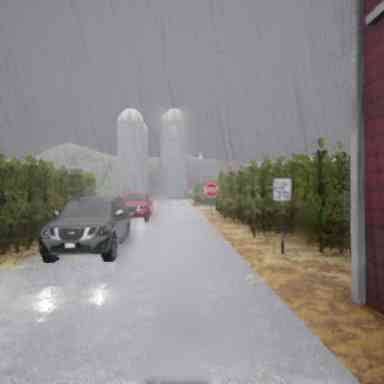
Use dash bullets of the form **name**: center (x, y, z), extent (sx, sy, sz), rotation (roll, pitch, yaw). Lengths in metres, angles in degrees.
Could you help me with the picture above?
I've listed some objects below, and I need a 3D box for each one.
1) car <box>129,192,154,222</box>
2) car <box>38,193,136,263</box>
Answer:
- **car**: center (-4.082, 1.044, 24.766), extent (2.150, 2.045, 5.566), rotation (-1, 1, -2)
- **car**: center (-3.638, 1.196, 12.388), extent (2.150, 2.045, 5.566), rotation (-1, 0, -2)
